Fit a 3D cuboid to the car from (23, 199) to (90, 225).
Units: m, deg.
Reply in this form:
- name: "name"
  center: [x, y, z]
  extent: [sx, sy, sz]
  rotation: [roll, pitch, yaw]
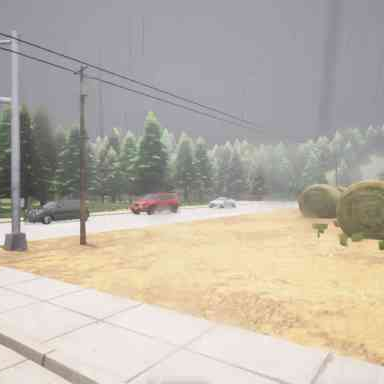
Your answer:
- name: "car"
  center: [-9.941, 1.362, 24.630]
  extent: [2.097, 1.767, 4.553]
  rotation: [0, 0, 37]

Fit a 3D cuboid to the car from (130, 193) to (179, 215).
- name: "car"
  center: [-3.578, 1.173, 33.175]
  extent: [2.150, 2.045, 5.566]
  rotation: [0, 0, 37]

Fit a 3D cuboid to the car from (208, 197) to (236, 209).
- name: "car"
  center: [3.981, 1.410, 43.297]
  extent: [1.812, 1.442, 4.674]
  rotation: [0, 0, 37]
